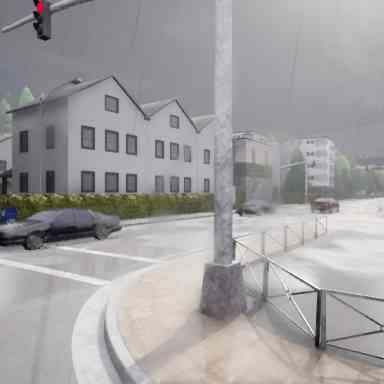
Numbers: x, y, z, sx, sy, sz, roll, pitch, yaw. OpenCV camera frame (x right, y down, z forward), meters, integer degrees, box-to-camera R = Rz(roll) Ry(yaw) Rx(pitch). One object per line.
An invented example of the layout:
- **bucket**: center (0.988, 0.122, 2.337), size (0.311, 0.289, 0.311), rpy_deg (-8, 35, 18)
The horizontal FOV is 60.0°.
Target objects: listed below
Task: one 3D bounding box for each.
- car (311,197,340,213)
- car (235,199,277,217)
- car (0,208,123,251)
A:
- **car**: center (13.515, 1.289, 33.611), size (1.882, 1.535, 5.008), rpy_deg (0, 0, 35)
- **car**: center (5.734, 1.359, 29.019), size (2.033, 1.411, 5.357), rpy_deg (0, 0, 35)
- **car**: center (-5.272, 1.360, 13.500), size (2.033, 1.411, 5.357), rpy_deg (0, 0, 35)
